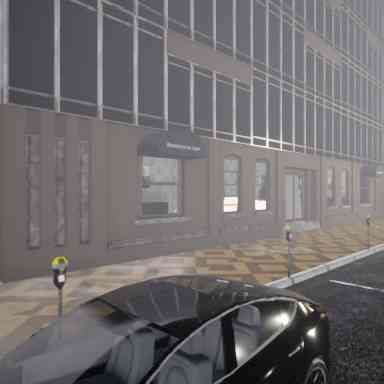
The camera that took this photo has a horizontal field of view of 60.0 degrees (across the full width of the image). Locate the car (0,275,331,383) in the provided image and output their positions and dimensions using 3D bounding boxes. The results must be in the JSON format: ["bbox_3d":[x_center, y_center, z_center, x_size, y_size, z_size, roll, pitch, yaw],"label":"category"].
[{"bbox_3d":[-0.350,1.566,2.851,4.313,1.339,1.947,0,0,-44],"label":"car"}]
